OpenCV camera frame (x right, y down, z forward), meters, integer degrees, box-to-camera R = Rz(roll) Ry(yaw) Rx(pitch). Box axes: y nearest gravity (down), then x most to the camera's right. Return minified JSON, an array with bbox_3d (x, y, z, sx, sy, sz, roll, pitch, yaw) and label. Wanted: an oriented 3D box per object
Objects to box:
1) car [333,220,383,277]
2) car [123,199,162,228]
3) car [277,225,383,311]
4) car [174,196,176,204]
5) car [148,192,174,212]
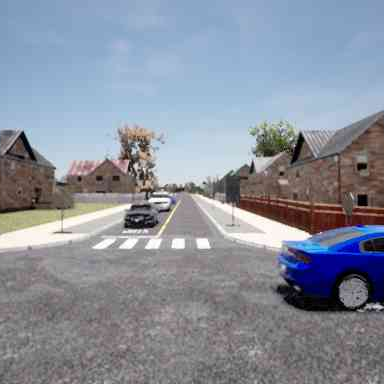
[{"bbox_3d":[7.391,1.639,10.118,5.357,1.411,2.033,1,-1,-2],"label":"car"},{"bbox_3d":[-3.239,1.417,21.770,1.837,1.490,4.892,0,0,-1],"label":"car"},{"bbox_3d":[4.424,1.488,7.186,5.008,1.535,1.882,1,-1,-1],"label":"car"},{"bbox_3d":[-3.706,1.245,55.789,1.882,1.535,5.008,0,0,-1],"label":"car"},{"bbox_3d":[-3.484,1.073,36.547,2.150,2.045,5.566,0,0,-1],"label":"car"}]
